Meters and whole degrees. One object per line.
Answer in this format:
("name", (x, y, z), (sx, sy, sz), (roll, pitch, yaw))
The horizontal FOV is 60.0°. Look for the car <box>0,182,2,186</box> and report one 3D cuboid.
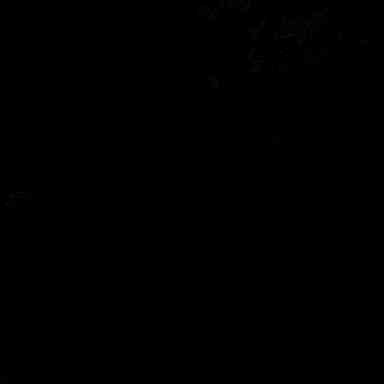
("car", (-28.104, -1.652, 44.637), (5.566, 2.045, 2.150), (5, 3, 23))
